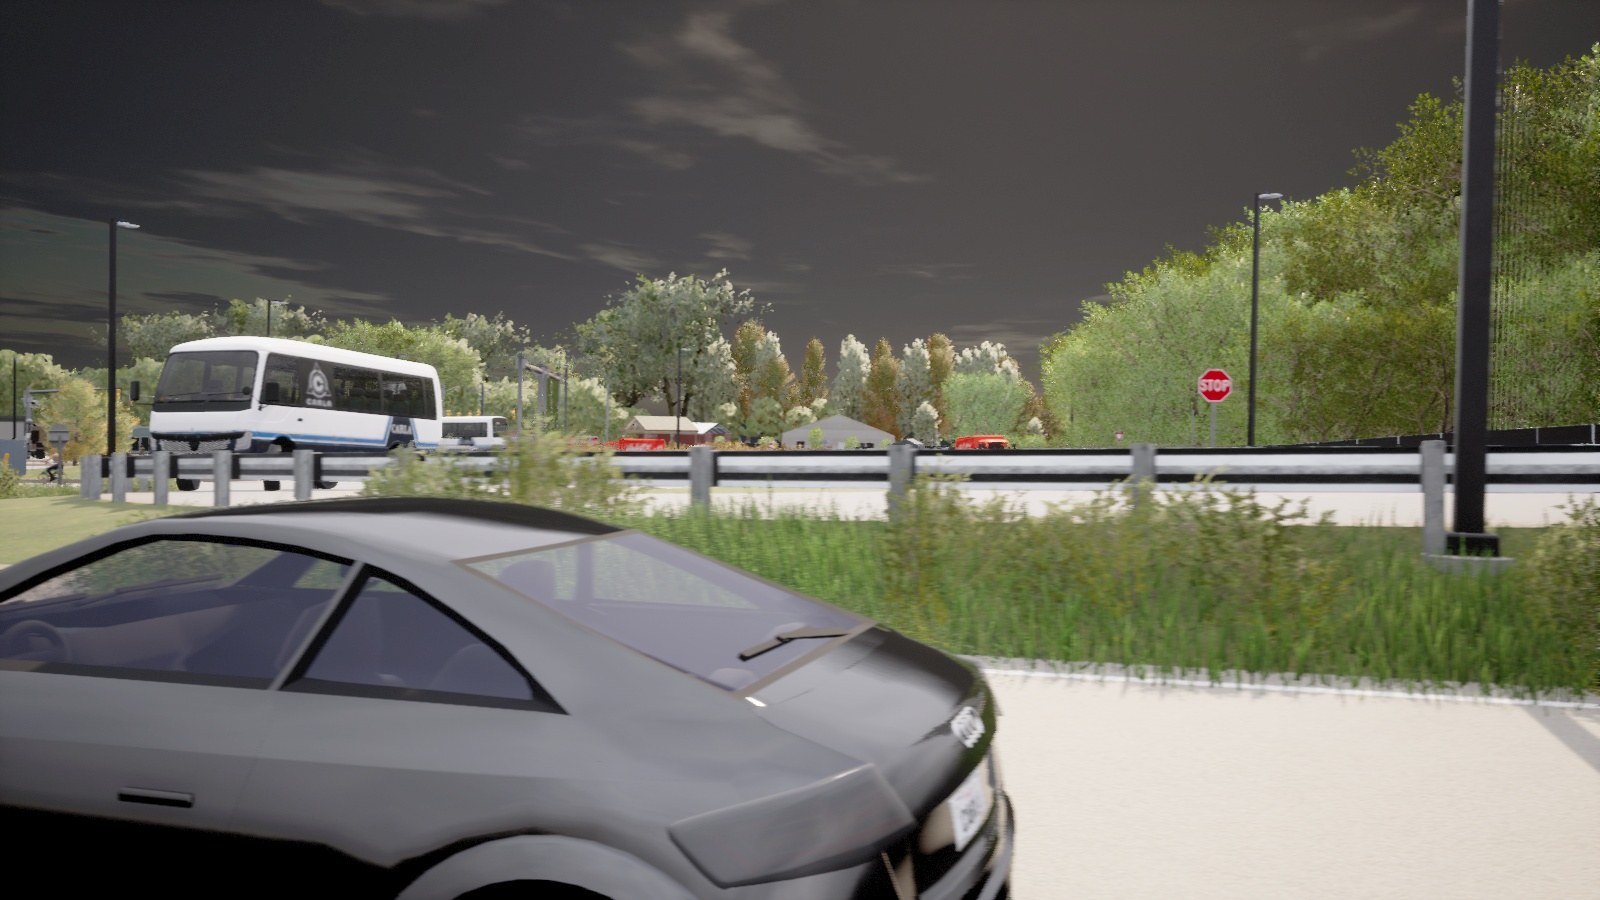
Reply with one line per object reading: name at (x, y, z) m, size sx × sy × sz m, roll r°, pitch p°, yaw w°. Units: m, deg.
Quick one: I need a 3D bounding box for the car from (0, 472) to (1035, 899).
car at (-1.555, 0.820, 3.717) m, size 4.181 × 1.385 × 1.994 m, roll 1°, pitch 1°, yaw 19°

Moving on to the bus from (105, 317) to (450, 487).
bus at (-14.678, -1.051, 36.818) m, size 3.944 × 4.253 × 10.273 m, roll 0°, pitch -2°, yaw 14°

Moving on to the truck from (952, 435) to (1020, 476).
truck at (11.992, 0.407, 81.460) m, size 2.627 × 2.467 × 5.204 m, roll 1°, pitch -2°, yaw -13°
